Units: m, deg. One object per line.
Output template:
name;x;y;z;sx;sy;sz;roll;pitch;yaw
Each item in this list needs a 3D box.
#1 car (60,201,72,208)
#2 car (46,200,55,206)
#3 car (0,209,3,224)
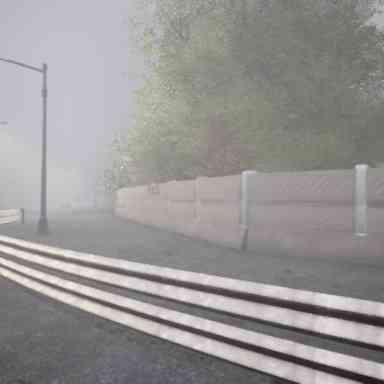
car;-26.540;2.654;69.935;1.994;1.385;4.181;0;-1;-13
car;-30.280;2.388;70.611;1.837;1.490;4.892;0;-1;-13
car;-16.282;1.611;25.314;2.150;2.045;5.566;0;-1;-13
